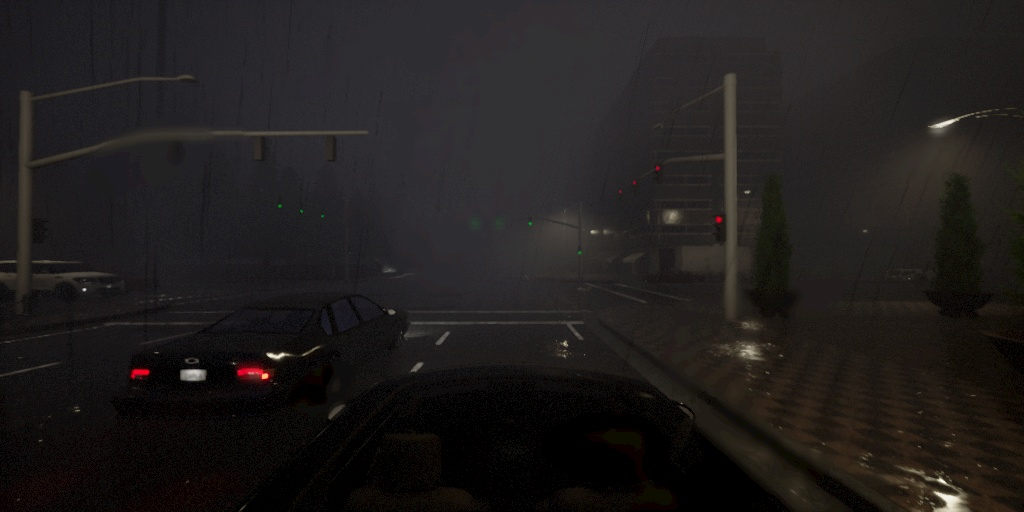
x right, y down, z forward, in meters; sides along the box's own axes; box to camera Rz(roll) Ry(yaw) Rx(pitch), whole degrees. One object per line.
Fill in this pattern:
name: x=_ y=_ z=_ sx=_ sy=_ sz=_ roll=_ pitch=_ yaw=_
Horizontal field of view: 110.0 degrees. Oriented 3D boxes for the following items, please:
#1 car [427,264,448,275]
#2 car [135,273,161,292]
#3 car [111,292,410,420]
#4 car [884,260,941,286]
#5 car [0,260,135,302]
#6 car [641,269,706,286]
car: x=-10.882 y=1.979 z=52.552 sx=1.837 sy=1.490 sz=4.892 roll=0 pitch=1 yaw=9
car: x=-24.855 y=1.548 z=22.305 sx=5.008 sy=1.535 sz=1.882 roll=0 pitch=-1 yaw=0
car: x=-3.421 y=1.358 z=6.363 sx=2.033 sy=1.411 sz=5.357 roll=0 pitch=-1 yaw=0
car: x=34.548 y=1.391 z=29.855 sx=5.566 sy=2.045 sz=2.150 roll=0 pitch=-1 yaw=0
car: x=-23.875 y=1.246 z=18.815 sx=5.566 sy=2.045 sz=2.150 roll=0 pitch=-1 yaw=0
car: x=13.299 y=1.768 z=29.731 sx=4.718 sy=1.301 sz=1.895 roll=0 pitch=-1 yaw=0
